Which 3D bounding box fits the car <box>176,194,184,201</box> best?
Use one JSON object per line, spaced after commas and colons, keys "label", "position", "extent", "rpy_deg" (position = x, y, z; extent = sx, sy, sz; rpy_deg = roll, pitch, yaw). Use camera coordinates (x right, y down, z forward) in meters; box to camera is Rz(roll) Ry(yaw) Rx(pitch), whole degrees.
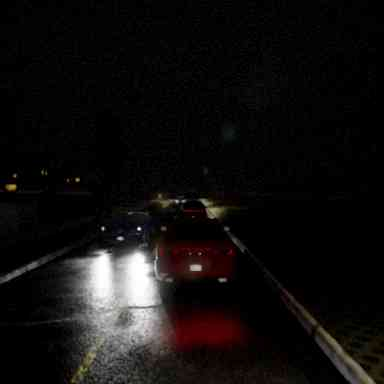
{"label": "car", "position": [-2.728, 1.262, 78.451], "extent": [1.812, 1.442, 4.674], "rpy_deg": [0, 0, 0]}

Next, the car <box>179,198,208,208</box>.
{"label": "car", "position": [0.094, 1.422, 24.660], "extent": [1.837, 1.490, 4.892], "rpy_deg": [0, 0, 0]}

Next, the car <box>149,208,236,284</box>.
{"label": "car", "position": [0.091, 1.445, 9.534], "extent": [1.882, 1.535, 5.008], "rpy_deg": [0, 0, 0]}

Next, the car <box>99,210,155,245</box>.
{"label": "car", "position": [-2.843, 1.548, 15.488], "extent": [1.895, 1.301, 4.718], "rpy_deg": [0, 0, 0]}
